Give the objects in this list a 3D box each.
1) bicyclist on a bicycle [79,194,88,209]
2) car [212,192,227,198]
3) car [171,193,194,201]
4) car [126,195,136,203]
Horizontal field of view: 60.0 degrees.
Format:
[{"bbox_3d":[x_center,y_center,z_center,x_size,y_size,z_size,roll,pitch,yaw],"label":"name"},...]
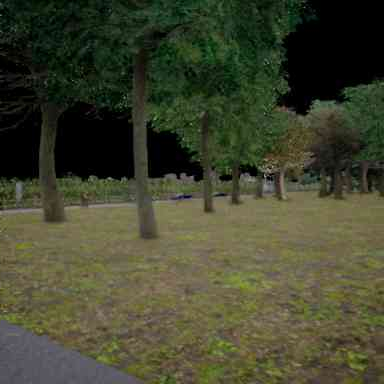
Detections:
[{"bbox_3d":[-12.495,1.110,38.258,1.656,1.620,0.582,-1,1,36],"label":"bicyclist on a bicycle"},{"bbox_3d":[5.377,0.596,68.590,1.895,1.301,4.718,-2,0,36],"label":"car"},{"bbox_3d":[-1.573,0.828,58.827,1.895,1.301,4.718,-2,0,36],"label":"car"},{"bbox_3d":[-8.619,1.024,53.912,1.994,1.385,4.181,-2,0,36],"label":"car"}]
